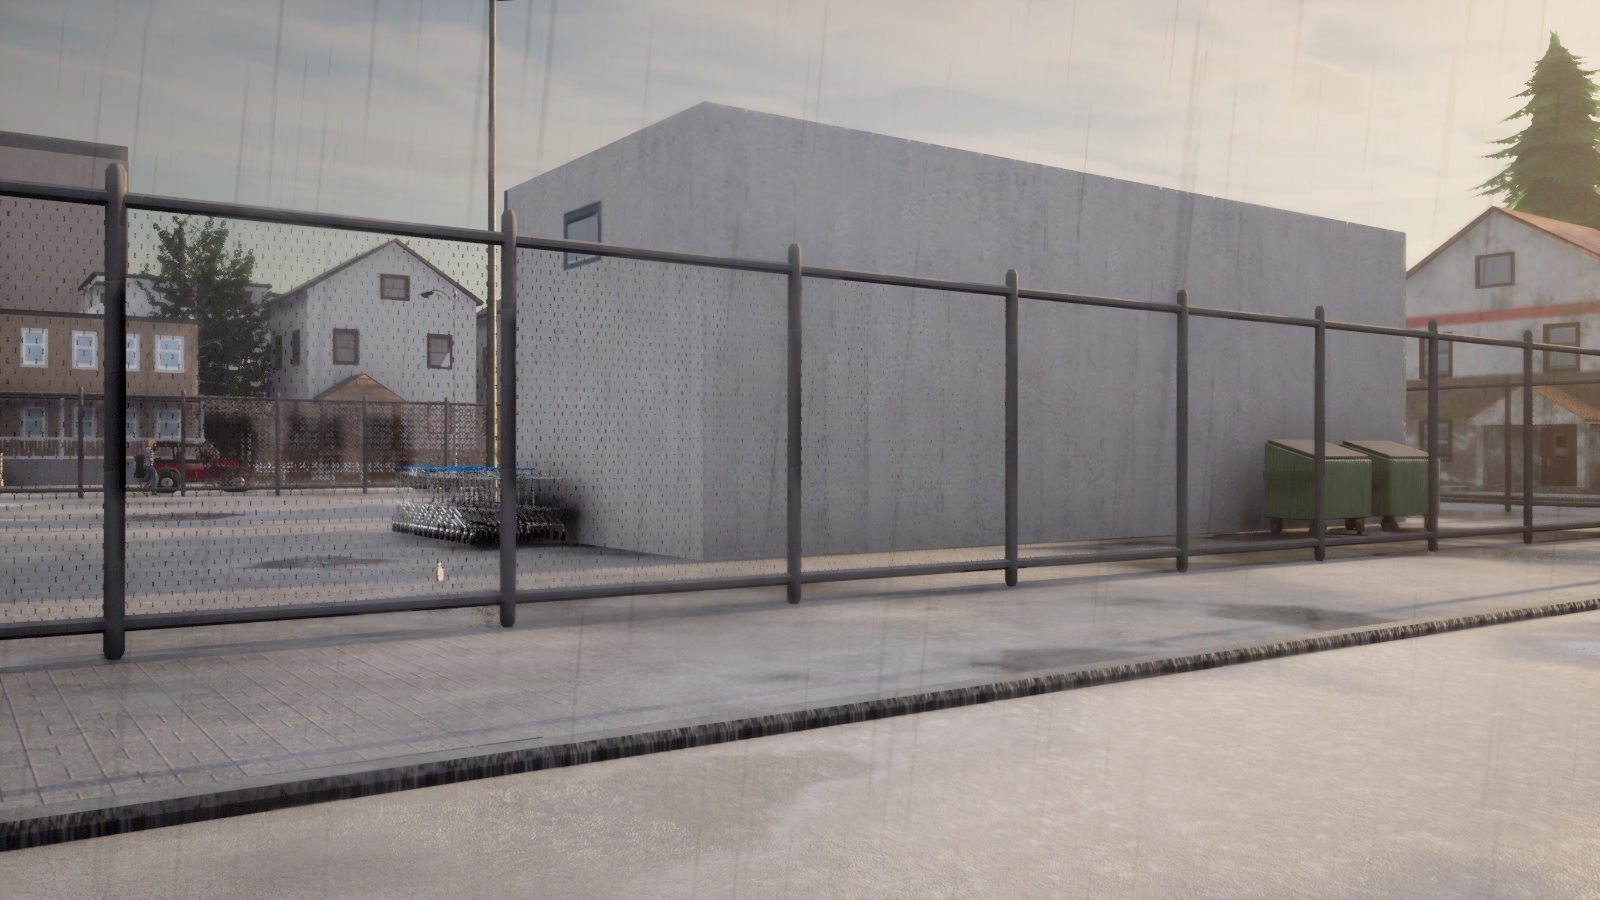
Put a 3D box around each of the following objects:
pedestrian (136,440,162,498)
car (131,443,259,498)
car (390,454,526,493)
[{"bbox_3d":[-20.612,0.595,39.780,0.706,1.836,0.354,0,0,-32],"label":"pedestrian"},{"bbox_3d":[-21.459,0.695,44.568,3.866,1.878,1.905,0,0,-34],"label":"car"},{"bbox_3d":[-13.605,0.901,50.073,4.892,1.490,1.837,0,0,-33],"label":"car"}]
